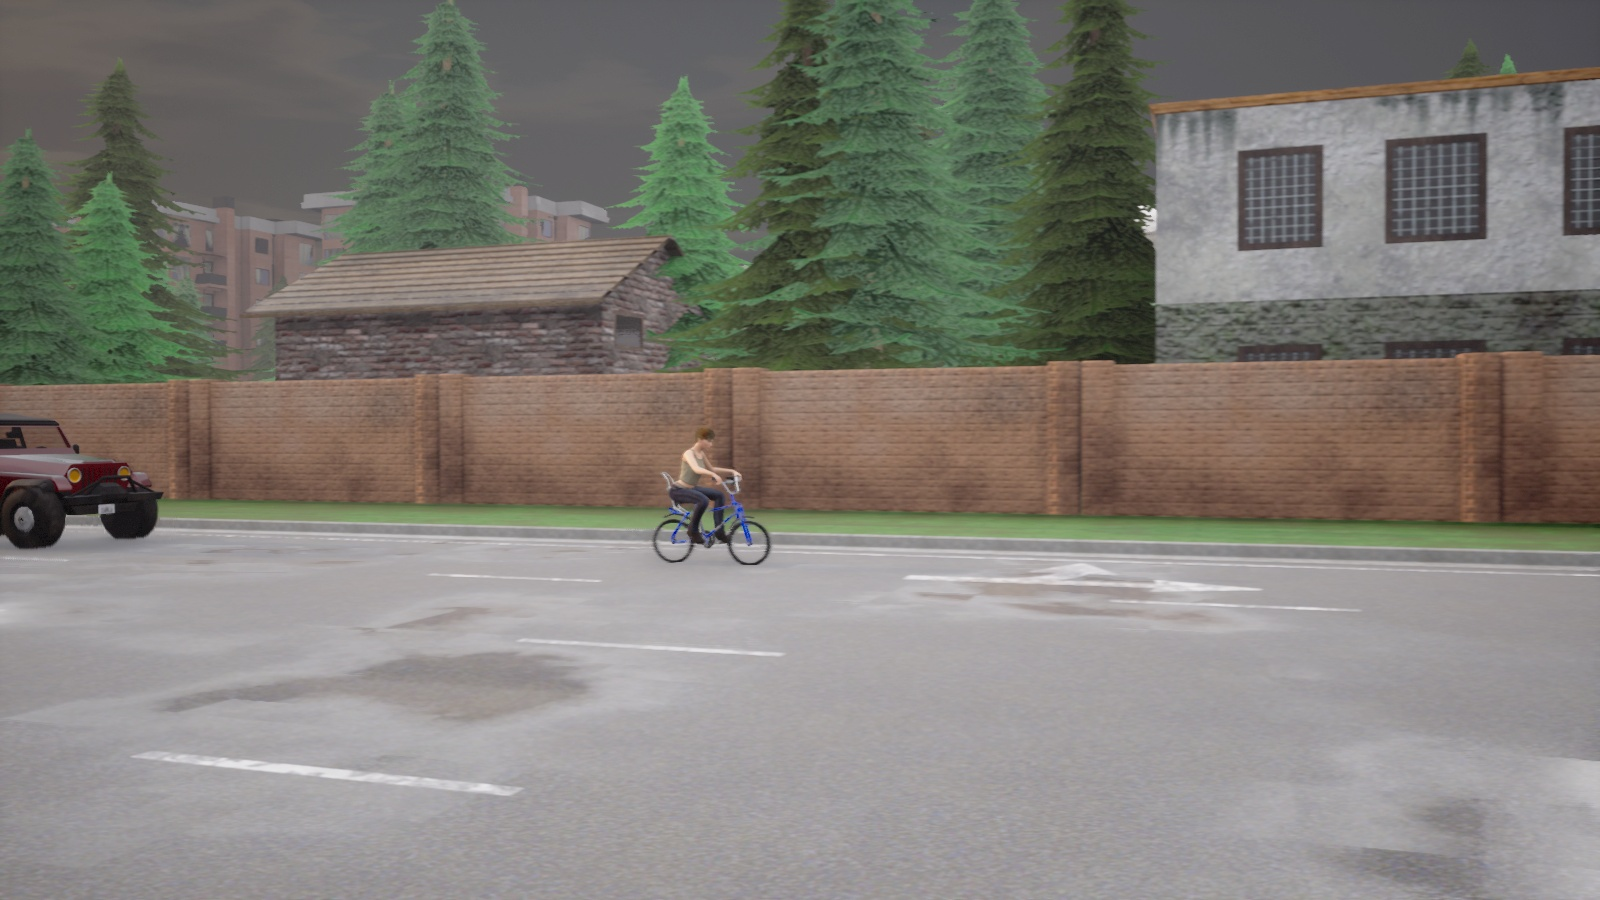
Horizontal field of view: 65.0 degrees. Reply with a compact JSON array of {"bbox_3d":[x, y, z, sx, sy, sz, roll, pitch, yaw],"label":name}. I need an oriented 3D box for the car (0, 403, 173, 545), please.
[{"bbox_3d":[-11.307,0.293,18.071,3.866,1.878,1.905,0,1,19],"label":"car"}]

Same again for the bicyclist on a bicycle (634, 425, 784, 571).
[{"bbox_3d":[-1.052,0.525,14.629,1.509,1.612,0.866,1,1,19],"label":"bicyclist on a bicycle"}]
